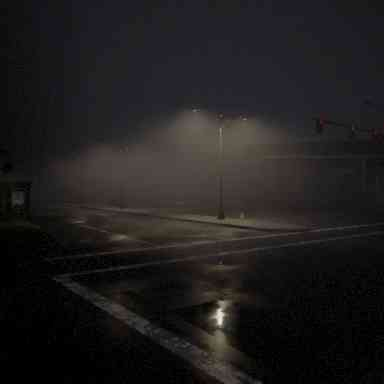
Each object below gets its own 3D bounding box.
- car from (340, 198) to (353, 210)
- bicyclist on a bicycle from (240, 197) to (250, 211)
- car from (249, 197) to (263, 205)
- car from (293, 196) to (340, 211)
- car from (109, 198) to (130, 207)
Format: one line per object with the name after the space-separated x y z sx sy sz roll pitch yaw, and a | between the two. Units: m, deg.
18.112 1.456 42.034 1.970 1.475 3.806 0 0 -35 | car
6.271 1.430 39.743 1.656 1.620 0.582 -6 -7 -37 | bicyclist on a bicycle
12.005 1.564 61.129 1.994 1.385 4.181 0 0 29 | car
13.850 1.295 38.107 2.242 1.667 4.611 0 0 -35 | car
-11.145 1.564 50.702 1.994 1.385 4.181 0 0 -35 | car
